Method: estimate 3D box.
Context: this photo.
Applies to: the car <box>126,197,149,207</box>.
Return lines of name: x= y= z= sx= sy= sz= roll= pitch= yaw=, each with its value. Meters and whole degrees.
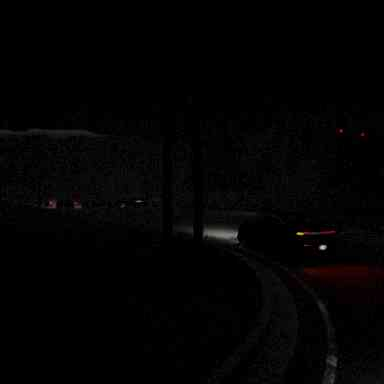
car: x=-9.602 y=1.738 z=55.113 sx=2.128 sy=1.511 sz=4.902 roll=0 pitch=0 yaw=-33

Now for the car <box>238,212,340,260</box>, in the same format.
car: x=3.395 y=1.518 z=12.699 sx=2.128 sy=1.511 sz=4.902 roll=0 pitch=0 yaw=-16

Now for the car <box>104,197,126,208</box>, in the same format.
car: x=-13.160 y=1.813 z=54.171 sx=2.033 sy=1.411 sz=5.357 roll=0 pitch=0 yaw=-32

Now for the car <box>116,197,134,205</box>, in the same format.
car: x=-13.600 y=1.792 z=67.673 sx=1.882 sy=1.535 sz=5.008 roll=0 pitch=0 yaw=-33

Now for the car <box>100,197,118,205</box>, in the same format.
car: x=-16.420 y=1.801 z=65.586 sx=1.882 sy=1.535 sz=5.008 roll=0 pitch=0 yaw=-33

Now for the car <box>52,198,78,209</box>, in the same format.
car: x=-19.513 y=1.783 z=51.118 sx=2.128 sy=1.511 sz=4.902 roll=0 pitch=0 yaw=-33

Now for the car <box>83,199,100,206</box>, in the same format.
car: x=-19.181 y=1.932 z=63.408 sx=1.895 sy=1.301 sz=4.718 roll=0 pitch=0 yaw=-33

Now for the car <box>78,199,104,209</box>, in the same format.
car: x=-15.872 y=1.874 z=51.923 sx=1.895 sy=1.301 sz=4.718 roll=0 pitch=0 yaw=-33

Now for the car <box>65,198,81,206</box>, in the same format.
car: x=-22.174 y=1.868 z=61.742 sx=1.812 sy=1.442 sz=4.674 roll=0 pitch=0 yaw=-33

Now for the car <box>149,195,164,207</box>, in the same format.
car: x=-6.178 y=1.452 z=56.246 sx=2.150 sy=2.045 sz=5.566 roll=0 pitch=-1 yaw=-32

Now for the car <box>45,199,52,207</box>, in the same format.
car: x=-25.265 y=1.955 z=60.112 sx=1.895 sy=1.301 sz=4.718 roll=0 pitch=0 yaw=-33

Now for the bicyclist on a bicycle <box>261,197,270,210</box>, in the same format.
bicyclist on a bicycle: x=8.863 y=1.394 z=40.089 sx=1.656 sy=1.620 sz=0.582 roll=0 pitch=0 yaw=-33
